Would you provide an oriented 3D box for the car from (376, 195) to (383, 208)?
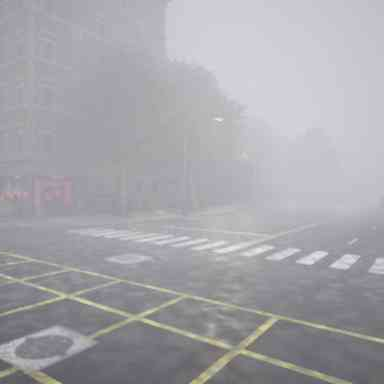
[{"bbox_3d":[27.724,1.449,46.936,2.128,1.511,4.902,1,0,35],"label":"car"}]
